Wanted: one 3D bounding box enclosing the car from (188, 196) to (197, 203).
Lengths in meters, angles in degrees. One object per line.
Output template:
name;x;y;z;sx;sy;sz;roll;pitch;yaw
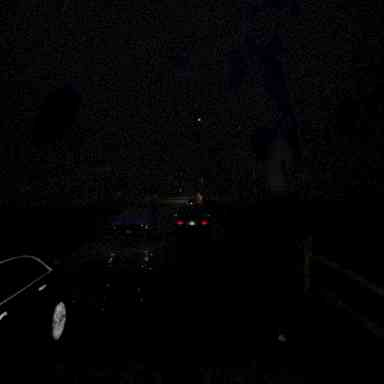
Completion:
car;0.060;1.869;79.501;1.882;1.535;5.008;0;0;0

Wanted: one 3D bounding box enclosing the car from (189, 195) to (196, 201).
car;0.069;1.680;89.962;1.882;1.535;5.008;0;0;0

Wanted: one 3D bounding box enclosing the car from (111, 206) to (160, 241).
car;-2.795;1.517;17.276;1.882;1.535;5.008;0;0;0

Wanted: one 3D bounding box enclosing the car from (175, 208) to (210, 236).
car;0.014;1.595;18.772;2.033;1.411;5.357;0;0;0

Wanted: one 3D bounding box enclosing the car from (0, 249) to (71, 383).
car;-2.847;1.503;3.504;1.837;1.490;4.892;0;1;0
